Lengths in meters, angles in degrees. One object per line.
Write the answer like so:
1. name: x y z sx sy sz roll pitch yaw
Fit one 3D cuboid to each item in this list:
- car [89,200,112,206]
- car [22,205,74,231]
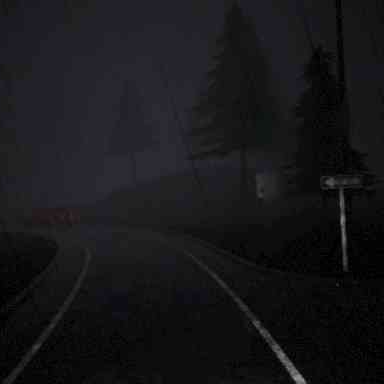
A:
1. car: -21.885 2.582 78.145 2.128 1.511 4.902 -3 0 30
2. car: -10.963 1.886 25.147 4.553 1.767 2.097 -3 0 38
